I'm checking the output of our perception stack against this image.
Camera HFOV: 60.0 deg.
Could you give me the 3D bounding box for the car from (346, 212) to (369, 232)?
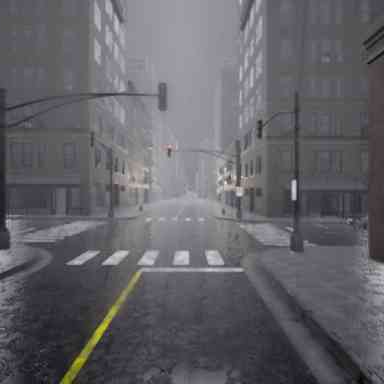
[{"bbox_3d":[12.825,1.814,22.005,4.902,1.511,2.128,1,0,0],"label":"car"}]
